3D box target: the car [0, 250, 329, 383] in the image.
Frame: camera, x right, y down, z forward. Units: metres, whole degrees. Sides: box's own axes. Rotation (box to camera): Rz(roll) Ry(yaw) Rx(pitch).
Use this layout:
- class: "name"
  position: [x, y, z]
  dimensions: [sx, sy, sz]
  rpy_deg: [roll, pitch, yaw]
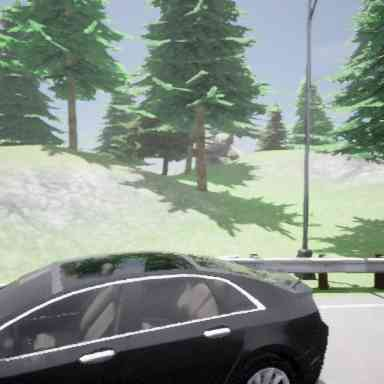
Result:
- class: "car"
  position: [-0.968, 1.415, 3.250]
  dimensions: [4.892, 1.490, 1.837]
  rpy_deg: [0, 0, -22]
